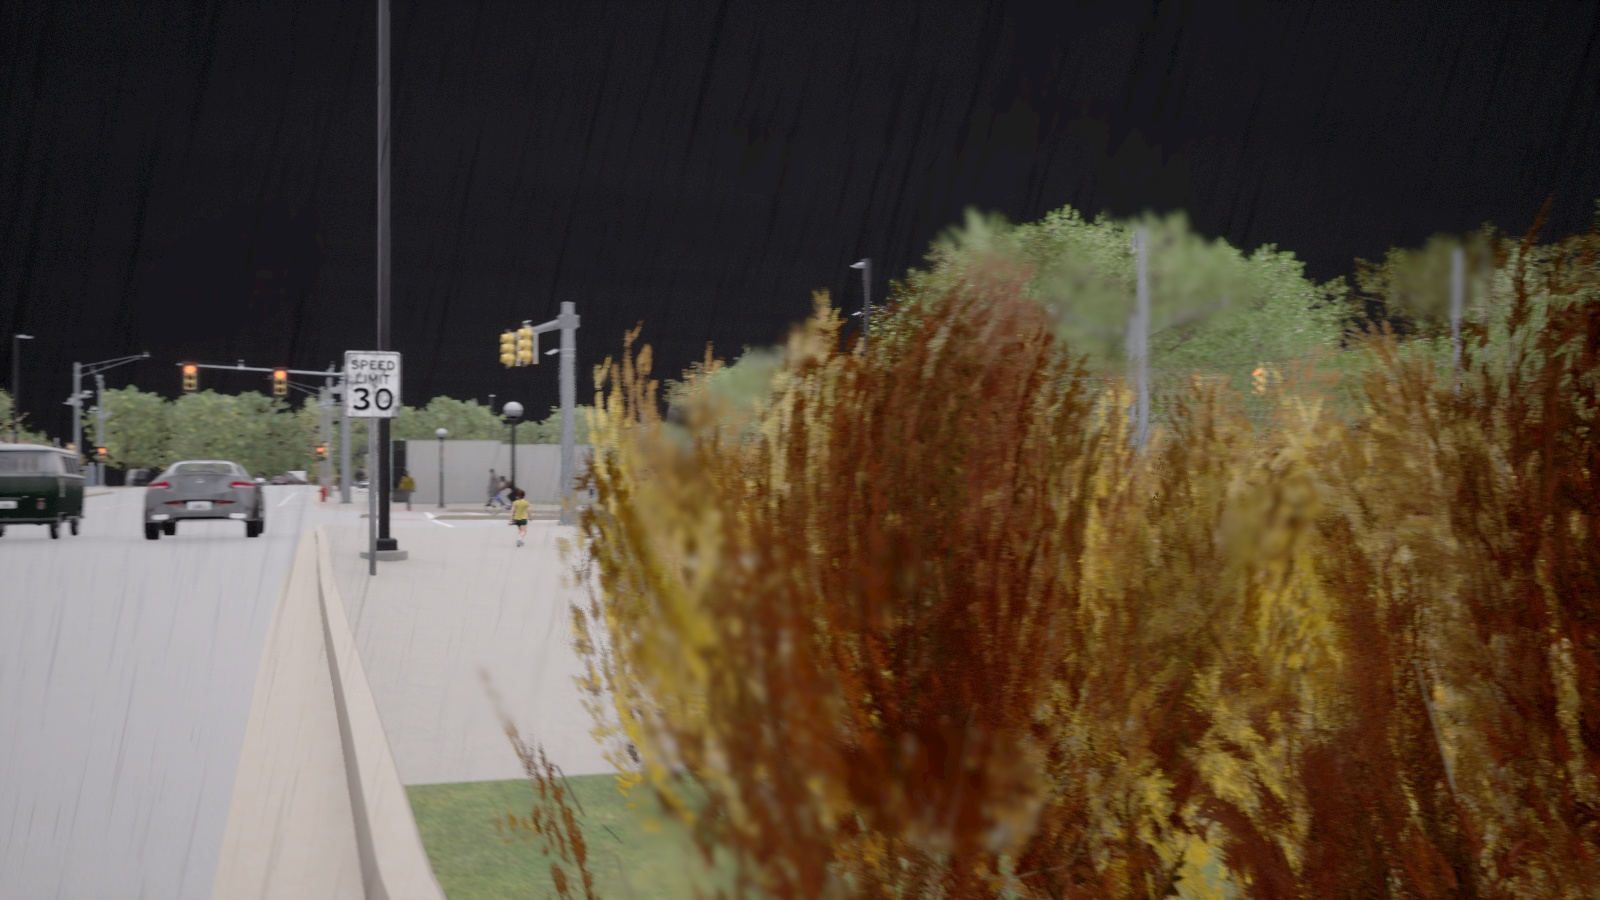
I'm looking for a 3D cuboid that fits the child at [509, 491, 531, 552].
[{"bbox_3d":[-5.146,1.312,23.104,0.255,1.110,0.394,-1,0,7],"label":"child"}]

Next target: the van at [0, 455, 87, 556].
[{"bbox_3d":[-16.623,1.200,26.905,1.775,1.987,4.442,-1,-2,-22],"label":"van"}]

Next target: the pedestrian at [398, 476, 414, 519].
[{"bbox_3d":[-17.225,2.084,54.921,0.431,1.840,0.709,-1,0,5],"label":"pedestrian"}]

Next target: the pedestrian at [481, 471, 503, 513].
[{"bbox_3d":[-14.451,1.961,58.863,0.873,1.952,0.659,-1,0,-21],"label":"pedestrian"}]

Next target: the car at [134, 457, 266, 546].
[{"bbox_3d":[-12.562,1.096,26.586,2.152,1.651,5.027,-1,-2,-22],"label":"car"}]
